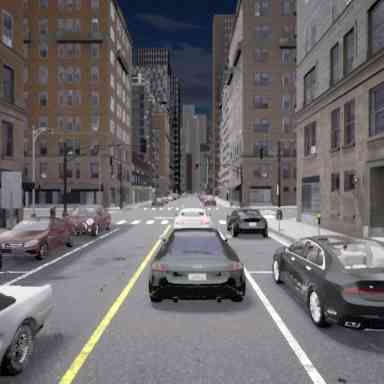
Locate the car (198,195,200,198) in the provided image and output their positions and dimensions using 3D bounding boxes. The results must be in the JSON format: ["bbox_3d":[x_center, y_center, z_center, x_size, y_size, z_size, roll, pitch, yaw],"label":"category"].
[{"bbox_3d":[3.005,1.498,76.518,1.967,1.590,4.097,0,0,0],"label":"car"}]

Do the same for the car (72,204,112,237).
[{"bbox_3d":[-5.652,1.435,17.801,1.967,1.590,4.097,0,0,0],"label":"car"}]

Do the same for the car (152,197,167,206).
[{"bbox_3d":[-5.580,1.599,54.904,1.802,1.307,4.206,0,0,0],"label":"car"}]

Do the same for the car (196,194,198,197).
[{"bbox_3d":[3.050,1.425,92.745,2.192,1.841,5.009,0,0,0],"label":"car"}]

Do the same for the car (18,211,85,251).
[{"bbox_3d":[-5.658,1.578,12.300,1.802,1.307,4.206,0,0,0],"label":"car"}]

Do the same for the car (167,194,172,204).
[{"bbox_3d":[-5.549,1.584,65.721,2.008,1.369,4.403,0,0,0],"label":"car"}]

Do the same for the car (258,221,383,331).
[{"bbox_3d":[2.862,1.548,6.790,2.008,1.369,4.403,0,0,0],"label":"car"}]

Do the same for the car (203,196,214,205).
[{"bbox_3d":[2.960,1.550,60.462,1.752,1.417,4.829,0,0,0],"label":"car"}]

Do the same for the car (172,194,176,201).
[{"bbox_3d":[-5.505,1.598,81.776,1.752,1.417,4.829,0,0,0],"label":"car"}]

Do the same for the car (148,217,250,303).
[{"bbox_3d":[0.091,1.561,8.256,1.994,1.385,4.181,0,0,0],"label":"car"}]

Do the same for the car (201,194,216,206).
[{"bbox_3d":[2.944,1.457,54.882,1.967,1.590,4.097,0,0,0],"label":"car"}]

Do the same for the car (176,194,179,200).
[{"bbox_3d":[-5.475,1.425,92.764,2.192,1.841,5.009,0,0,0],"label":"car"}]

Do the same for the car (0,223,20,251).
[{"bbox_3d":[-5.663,1.563,6.798,1.947,1.339,4.313,0,0,0],"label":"car"}]

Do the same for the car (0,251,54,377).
[{"bbox_3d":[-2.997,1.600,2.764,1.895,1.301,4.718,0,0,0],"label":"car"}]

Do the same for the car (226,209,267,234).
[{"bbox_3d":[2.874,1.560,17.792,1.947,1.339,4.313,0,0,0],"label":"car"}]

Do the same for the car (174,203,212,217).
[{"bbox_3d":[0.052,1.520,17.015,1.812,1.442,4.674,0,0,1],"label":"car"}]

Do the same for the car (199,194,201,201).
[{"bbox_3d":[2.976,1.584,65.700,2.008,1.369,4.403,0,0,0],"label":"car"}]

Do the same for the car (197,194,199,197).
[{"bbox_3d":[3.035,1.531,87.336,1.967,1.590,4.097,0,0,0],"label":"car"}]
